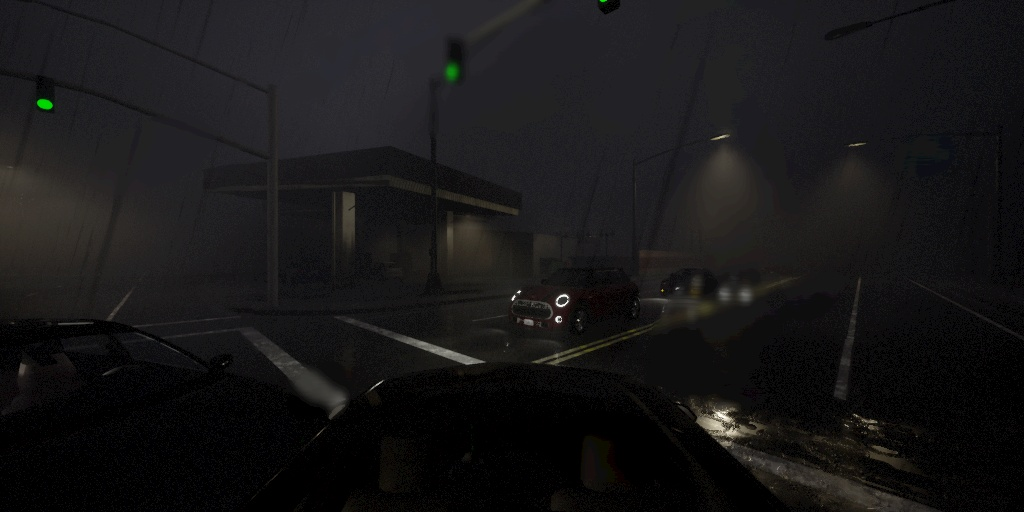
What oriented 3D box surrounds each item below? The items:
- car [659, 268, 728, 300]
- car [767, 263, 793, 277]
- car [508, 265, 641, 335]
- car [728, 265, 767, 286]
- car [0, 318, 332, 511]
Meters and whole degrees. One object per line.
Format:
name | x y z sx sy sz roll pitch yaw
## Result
car | 8.997 1.314 17.893 1.994 1.385 4.181 0 0 44
car | 26.261 1.351 35.403 4.718 1.301 1.895 0 0 -45
car | 1.996 1.102 10.748 2.097 1.767 4.553 0 0 45
car | 16.004 1.314 25.020 1.994 1.385 4.181 0 0 45
car | -3.449 1.242 2.391 4.902 1.511 2.128 0 0 14
